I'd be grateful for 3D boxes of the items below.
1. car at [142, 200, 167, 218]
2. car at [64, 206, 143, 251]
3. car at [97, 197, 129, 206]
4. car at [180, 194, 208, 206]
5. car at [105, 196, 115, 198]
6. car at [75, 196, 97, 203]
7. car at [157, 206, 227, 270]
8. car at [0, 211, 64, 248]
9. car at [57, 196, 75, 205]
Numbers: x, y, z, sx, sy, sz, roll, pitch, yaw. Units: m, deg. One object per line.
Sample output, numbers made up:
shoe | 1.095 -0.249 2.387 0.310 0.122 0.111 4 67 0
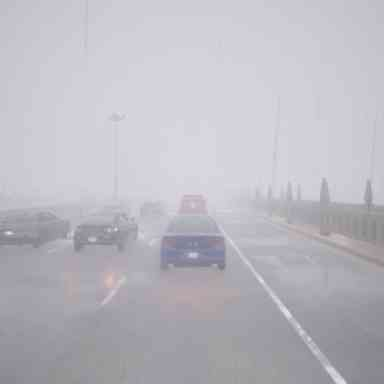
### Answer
car | -3.344 1.432 29.221 2.128 1.511 4.902 0 0 1
car | -3.437 1.499 13.844 1.812 1.442 4.674 0 -1 0
car | -6.821 1.464 30.225 1.812 1.442 4.674 0 0 1
car | 0.128 1.166 28.064 2.150 2.045 5.566 0 0 1
car | -13.324 1.394 54.466 1.837 1.490 4.892 0 0 2
car | -16.827 1.395 54.275 1.837 1.490 4.892 0 0 2
car | 0.042 1.455 11.029 1.882 1.535 5.008 0 0 0
car | -6.933 1.535 14.677 1.994 1.385 4.181 0 0 0
car | -20.329 1.417 54.170 1.812 1.442 4.674 0 0 2
